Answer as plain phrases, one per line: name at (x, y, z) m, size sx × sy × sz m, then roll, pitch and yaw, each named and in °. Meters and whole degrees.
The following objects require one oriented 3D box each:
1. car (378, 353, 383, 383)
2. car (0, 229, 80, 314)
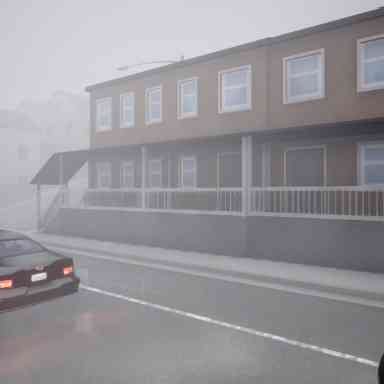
car at (3.614, 1.474, 1.406) m, size 5.008 × 1.535 × 1.882 m, roll 0°, pitch 0°, yaw 35°
car at (-4.737, 1.547, 7.343) m, size 5.357 × 1.411 × 2.033 m, roll 0°, pitch 0°, yaw 36°
